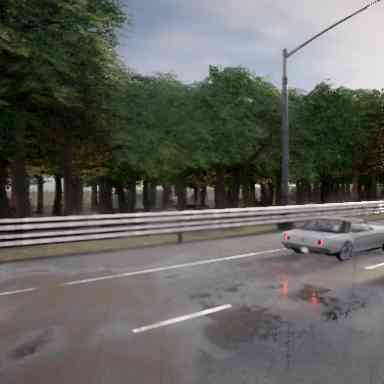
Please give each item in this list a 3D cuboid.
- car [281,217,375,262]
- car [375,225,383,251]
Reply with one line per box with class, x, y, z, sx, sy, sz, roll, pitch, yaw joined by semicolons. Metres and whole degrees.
car;5.445;1.558;11.976;4.718;1.301;1.895;0;0;-35
car;7.647;1.180;9.246;5.566;2.045;2.150;-1;0;-35
